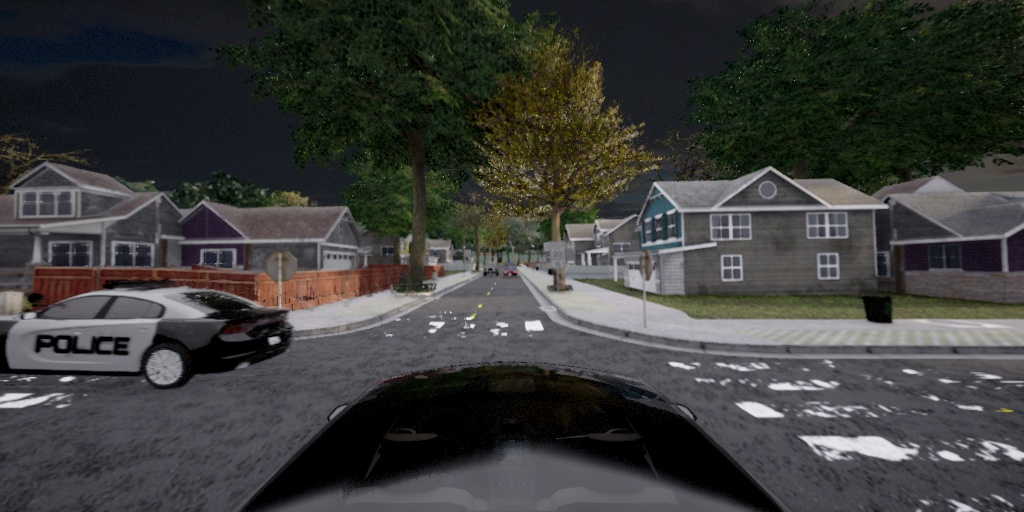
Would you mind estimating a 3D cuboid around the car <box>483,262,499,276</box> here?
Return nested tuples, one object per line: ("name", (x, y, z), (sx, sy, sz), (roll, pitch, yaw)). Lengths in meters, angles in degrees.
("car", (-3.043, 1.897, 52.933), (2.150, 2.045, 5.566), (-1, -1, 0))

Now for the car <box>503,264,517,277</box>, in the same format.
("car", (-0.262, 2.152, 48.414), (1.895, 1.301, 4.718), (-1, -1, 0))

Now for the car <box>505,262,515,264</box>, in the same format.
("car", (-0.323, 1.940, 58.425), (2.150, 2.045, 5.566), (-1, -1, 0))

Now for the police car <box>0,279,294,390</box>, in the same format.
("police car", (-6.779, 1.231, 6.366), (5.238, 1.638, 1.930), (1, -2, 0))
